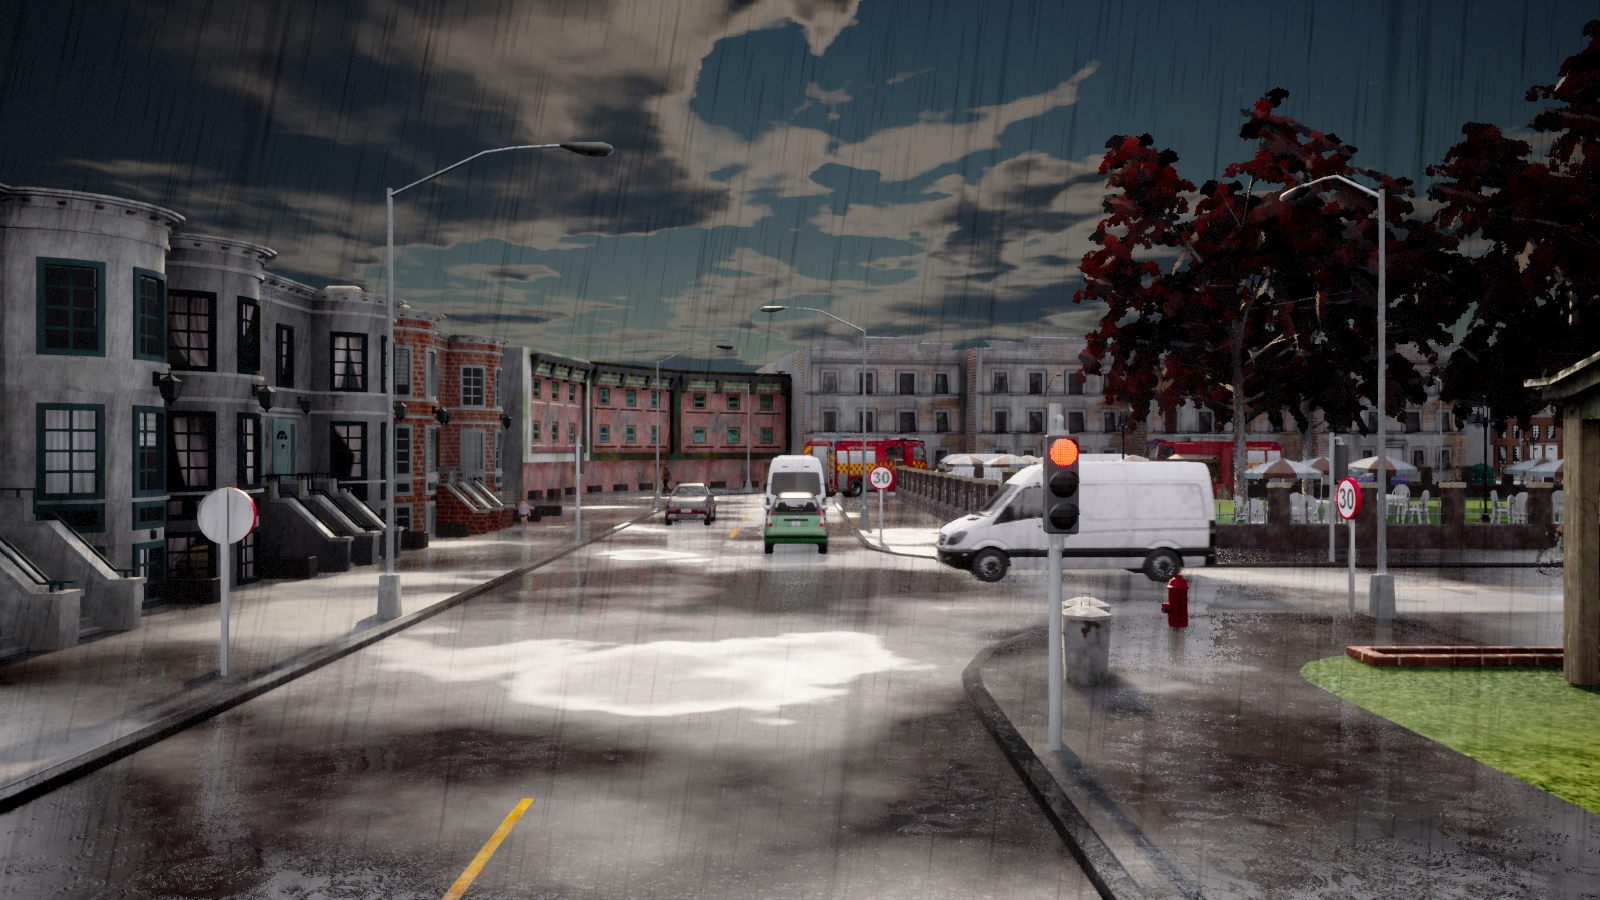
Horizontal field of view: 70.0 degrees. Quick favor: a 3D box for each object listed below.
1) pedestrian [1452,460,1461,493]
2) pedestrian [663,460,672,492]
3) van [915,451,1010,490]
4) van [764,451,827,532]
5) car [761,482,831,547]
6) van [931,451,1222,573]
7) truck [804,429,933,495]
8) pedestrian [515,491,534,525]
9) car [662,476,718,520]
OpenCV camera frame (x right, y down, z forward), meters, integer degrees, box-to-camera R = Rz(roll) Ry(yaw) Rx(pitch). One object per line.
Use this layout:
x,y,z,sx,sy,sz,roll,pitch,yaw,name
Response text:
37.906,1.524,66.014,0.375,1.860,0.375,0,0,16,pedestrian
-7.881,1.525,67.829,0.375,1.860,0.375,0,0,27,pedestrian
10.550,1.314,74.428,5.915,2.561,1.988,0,0,0,van
-0.147,1.315,39.074,1.988,2.561,5.915,0,0,0,van
-0.119,1.779,32.373,1.851,1.617,3.988,0,0,0,car
5.969,1.315,25.178,5.915,2.561,1.988,0,0,0,van
4.295,0.672,70.228,8.468,3.827,2.891,0,0,-43,truck
-9.092,1.904,37.745,0.500,1.100,0.500,0,0,3,pedestrian
-4.154,1.806,43.645,1.789,1.549,3.705,0,0,0,car
